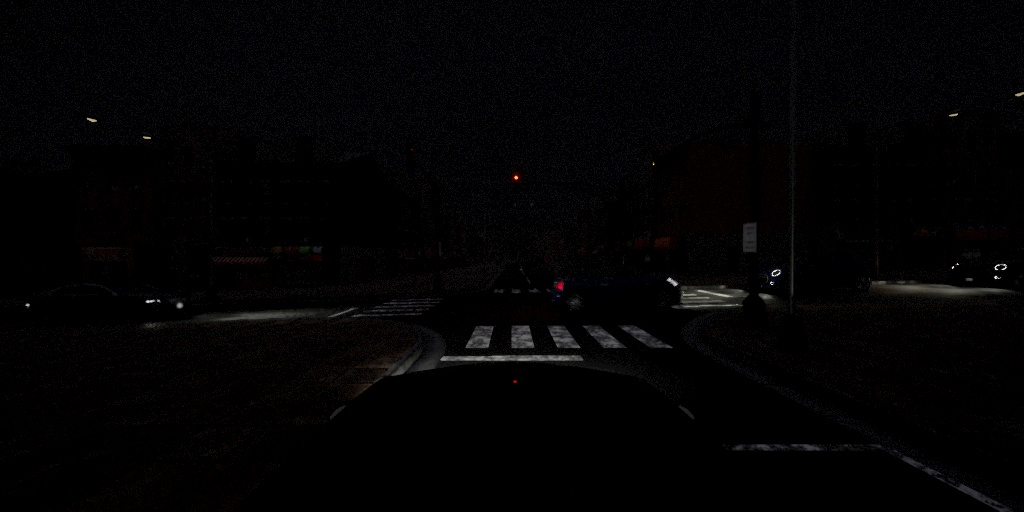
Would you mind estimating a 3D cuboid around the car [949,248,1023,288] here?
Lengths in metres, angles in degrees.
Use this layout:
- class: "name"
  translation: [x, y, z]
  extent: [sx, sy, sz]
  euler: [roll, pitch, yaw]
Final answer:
- class: "car"
  translation: [23.076, 0.433, 16.346]
  extent: [4.553, 1.767, 2.097]
  euler: [-1, 0, 0]

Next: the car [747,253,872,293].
- class: "car"
  translation: [13.358, 0.685, 16.349]
  extent: [4.553, 1.767, 2.097]
  euler: [-1, 0, 1]

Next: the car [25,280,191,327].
- class: "car"
  translation: [-14.813, 1.661, 13.322]
  extent: [4.902, 1.511, 2.128]
  euler: [-2, 0, 0]

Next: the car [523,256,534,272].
- class: "car"
  translation: [2.631, 1.112, 38.560]
  extent: [2.192, 1.841, 5.009]
  euler: [0, 0, 0]

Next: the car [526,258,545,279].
- class: "car"
  translation: [2.632, 1.225, 33.158]
  extent: [1.967, 1.591, 4.097]
  euler: [0, 0, 0]

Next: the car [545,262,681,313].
- class: "car"
  translation: [3.738, 1.012, 13.355]
  extent: [4.553, 1.767, 2.097]
  euler: [-3, 0, 0]

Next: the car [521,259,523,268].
- class: "car"
  translation: [2.630, 1.126, 43.962]
  extent: [2.192, 1.841, 5.009]
  euler: [0, 0, 0]

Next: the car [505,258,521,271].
- class: "car"
  translation: [0.091, 1.312, 51.586]
  extent: [1.882, 1.535, 5.008]
  euler: [0, 0, 0]
